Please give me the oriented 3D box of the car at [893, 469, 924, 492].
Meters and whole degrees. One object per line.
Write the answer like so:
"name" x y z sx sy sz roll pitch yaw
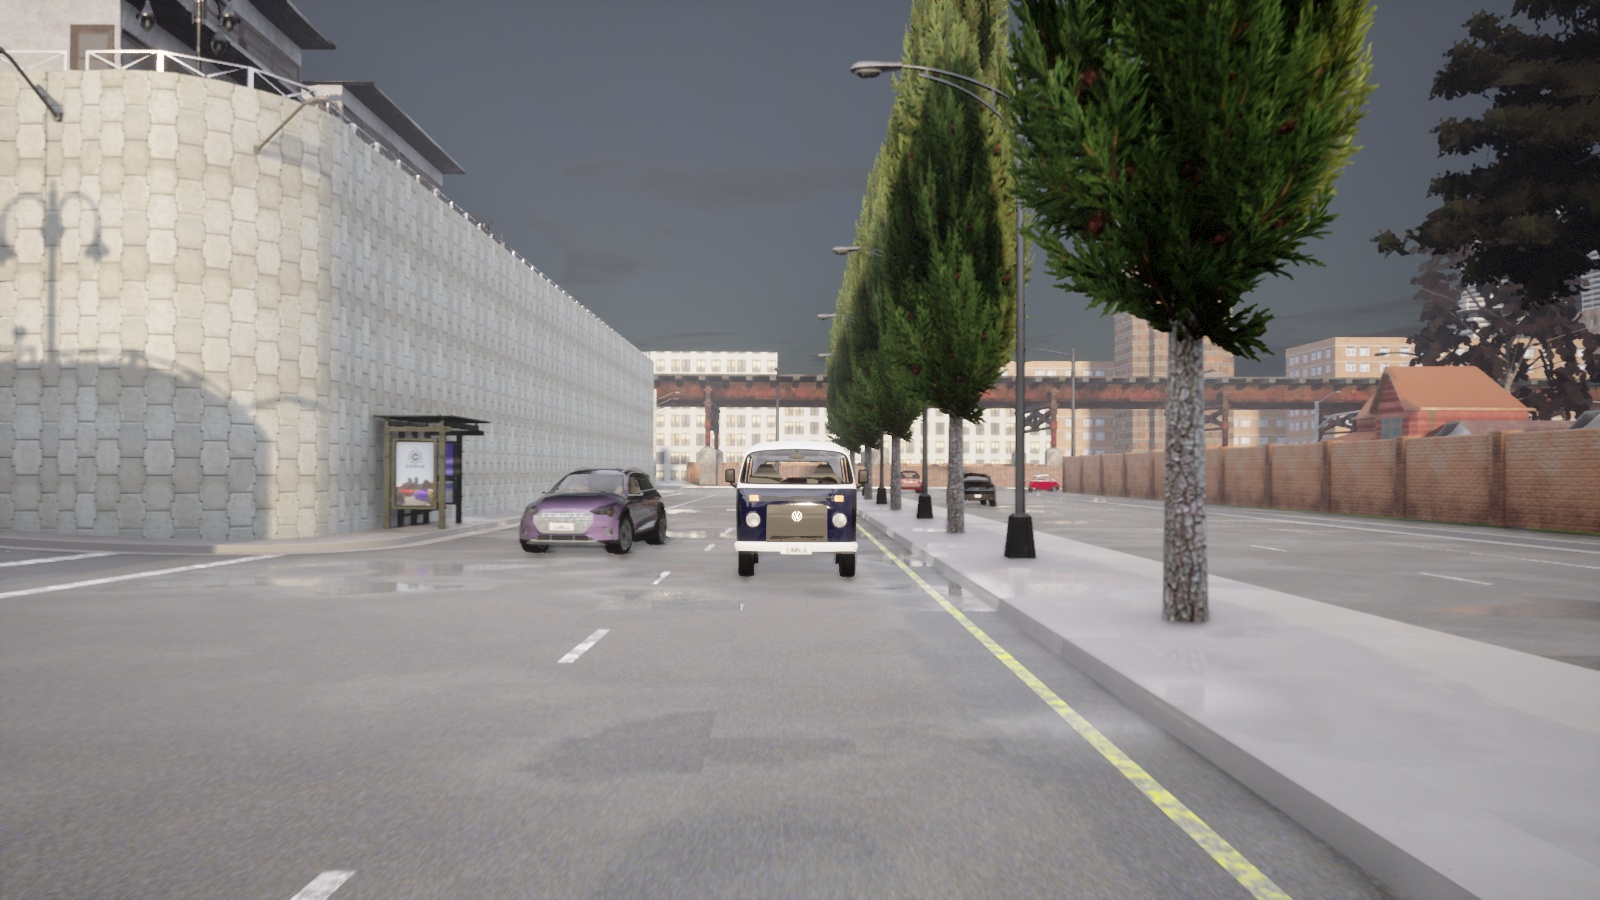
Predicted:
"car" 7.783 2.192 90.236 1.851 1.617 3.988 0 -1 0

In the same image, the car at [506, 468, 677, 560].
"car" -3.993 1.180 25.017 2.033 1.649 4.856 0 -1 7

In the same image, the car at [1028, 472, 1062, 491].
"car" 18.621 2.392 95.375 2.207 1.376 1.481 0 -1 -5

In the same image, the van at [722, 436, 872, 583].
"van" -0.050 0.861 19.633 2.069 2.038 4.480 0 -1 0

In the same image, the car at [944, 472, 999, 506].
"car" 7.856 1.759 57.982 1.837 1.490 4.892 0 -1 0
